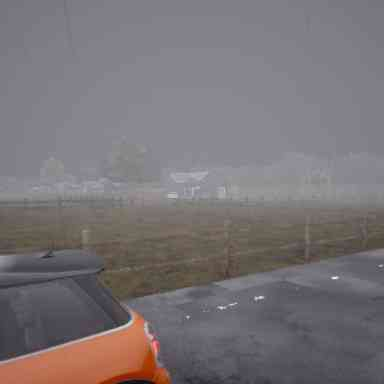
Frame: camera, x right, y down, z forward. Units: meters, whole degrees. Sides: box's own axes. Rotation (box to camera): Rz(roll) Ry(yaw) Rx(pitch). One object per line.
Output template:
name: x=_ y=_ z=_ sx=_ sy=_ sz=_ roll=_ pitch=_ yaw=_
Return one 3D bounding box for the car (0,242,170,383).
car: x=-2.447 y=1.352 z=2.252 sx=4.553 sy=1.767 sz=2.097 roll=0 pitch=0 yaw=-35
